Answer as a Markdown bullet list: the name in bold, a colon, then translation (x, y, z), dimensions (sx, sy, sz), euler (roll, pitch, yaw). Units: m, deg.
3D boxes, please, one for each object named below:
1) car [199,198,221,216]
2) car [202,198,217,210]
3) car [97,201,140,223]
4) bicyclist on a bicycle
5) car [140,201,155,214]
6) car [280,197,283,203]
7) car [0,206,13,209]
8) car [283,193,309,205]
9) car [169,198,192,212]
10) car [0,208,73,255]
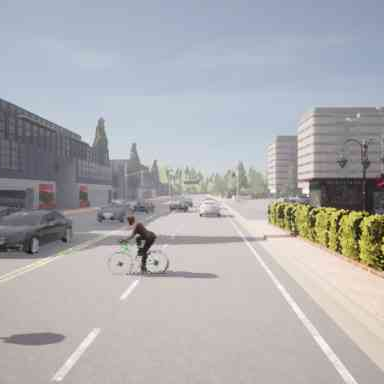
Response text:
- **car**: translation (1.707, 1.526, 31.823), dimensions (1.812, 1.442, 4.674), euler (0, 0, 3)
- **car**: translation (2.342, 1.525, 44.107), dimensions (1.812, 1.442, 4.674), euler (0, 0, 5)
- **car**: translation (-5.743, 1.492, 25.565), dimensions (2.128, 1.511, 4.902), euler (0, 0, 3)
- **bicyclist on a bicycle**: translation (-1.458, 1.453, 8.908), dimensions (1.656, 1.620, 0.582), euler (-2, 0, 2)
- **car**: translation (-5.230, 1.601, 35.586), dimensions (1.895, 1.301, 4.718), euler (0, 0, 3)
- **car**: translation (17.168, 1.153, 55.860), dimensions (4.605, 1.855, 1.932), euler (0, 0, 2)
- **car**: translation (-9.814, 1.504, 16.268), dimensions (1.837, 1.490, 4.892), euler (0, 0, 3)
- **car**: translation (17.035, 1.156, 52.969), dimensions (3.866, 1.878, 1.905), euler (0, 0, 2)
- **car**: translation (-1.446, 1.601, 38.907), dimensions (1.895, 1.301, 4.718), euler (0, 0, 3)
- **car**: translation (-6.475, 1.503, 13.493), dimensions (1.837, 1.490, 4.892), euler (0, 0, 3)
